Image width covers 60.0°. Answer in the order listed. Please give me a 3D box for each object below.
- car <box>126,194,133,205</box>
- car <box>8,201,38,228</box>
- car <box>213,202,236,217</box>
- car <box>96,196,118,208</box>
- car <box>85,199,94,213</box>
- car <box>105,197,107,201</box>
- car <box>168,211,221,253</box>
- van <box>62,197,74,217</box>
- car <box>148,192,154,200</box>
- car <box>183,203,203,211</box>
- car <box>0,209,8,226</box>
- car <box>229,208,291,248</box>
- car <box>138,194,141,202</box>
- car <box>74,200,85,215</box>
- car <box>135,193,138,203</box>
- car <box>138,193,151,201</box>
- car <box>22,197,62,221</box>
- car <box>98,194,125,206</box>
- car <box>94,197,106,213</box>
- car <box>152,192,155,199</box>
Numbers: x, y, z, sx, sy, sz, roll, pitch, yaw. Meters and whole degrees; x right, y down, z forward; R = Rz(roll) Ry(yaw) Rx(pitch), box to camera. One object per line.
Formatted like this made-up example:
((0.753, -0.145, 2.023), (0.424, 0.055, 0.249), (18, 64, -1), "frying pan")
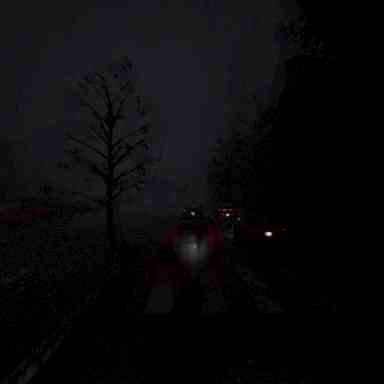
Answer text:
((-13.848, 1.469, 58.387), (5.566, 2.045, 2.435), (-1, 0, -20), "car")
((-13.712, 1.658, 22.625), (5.366, 1.575, 1.946), (-1, -1, -20), "car")
((3.082, 1.744, 31.046), (1.837, 1.490, 4.892), (0, 0, 0), "car")
((-13.869, 1.801, 49.420), (4.674, 1.452, 2.002), (-1, 0, -20), "car")
((-13.905, 1.795, 37.466), (4.792, 1.488, 2.163), (-1, 0, -20), "car")
((-13.848, 1.801, 43.463), (4.792, 1.488, 2.163), (-1, 0, -20), "car")
((0.079, 1.692, 14.042), (1.895, 1.301, 4.718), (0, 0, 0), "car")
((-13.776, 1.511, 31.563), (4.442, 1.987, 1.878), (-1, -1, -20), "van")
((-14.026, 1.547, 91.251), (5.366, 1.575, 1.946), (-1, 1, -20), "car")
((0.083, 1.770, 31.783), (1.812, 1.442, 4.674), (0, 0, 0), "car")
((-13.913, 1.664, 19.563), (4.792, 1.488, 2.163), (-1, 0, -20), "car")
((3.082, 1.666, 15.332), (1.994, 1.385, 4.181), (0, 0, 0), "car")
((-13.859, 1.699, 70.304), (4.674, 1.452, 2.002), (-1, 1, -20), "car")
((-13.875, 1.792, 34.494), (4.674, 1.452, 2.002), (-1, 0, -20), "car")
((-13.837, 1.549, 67.330), (4.553, 1.767, 2.185), (-1, 1, -20), "car")
((-13.831, 1.610, 85.328), (4.792, 1.488, 2.163), (-1, 0, -20), "car")
((-13.855, 1.590, 28.535), (4.553, 1.767, 2.185), (-1, 0, -20), "car")
((-13.901, 1.500, 52.390), (5.566, 2.045, 2.435), (-1, 0, -20), "car")
((-13.705, 1.764, 40.536), (5.366, 1.575, 1.946), (-1, 0, -20), "car")
((-13.857, 1.565, 94.324), (4.674, 1.452, 2.002), (-1, 0, -20), "car")
